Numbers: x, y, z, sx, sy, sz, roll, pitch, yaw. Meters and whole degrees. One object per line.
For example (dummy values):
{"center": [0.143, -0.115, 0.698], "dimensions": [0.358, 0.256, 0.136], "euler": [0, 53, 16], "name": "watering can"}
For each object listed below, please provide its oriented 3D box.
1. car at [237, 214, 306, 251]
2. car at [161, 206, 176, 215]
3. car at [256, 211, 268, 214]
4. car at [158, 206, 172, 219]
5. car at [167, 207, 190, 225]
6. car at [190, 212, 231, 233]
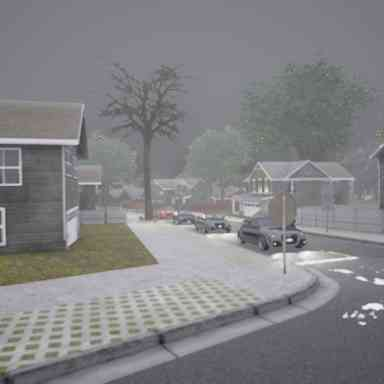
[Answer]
{"center": [3.796, 2.003, 16.540], "dimensions": [1.994, 1.385, 4.181], "euler": [-1, -2, -14], "name": "car"}
{"center": [-4.387, 3.335, 61.457], "dimensions": [1.812, 1.442, 4.674], "euler": [-1, -1, -15], "name": "car"}
{"center": [5.197, 2.083, 23.177], "dimensions": [1.882, 1.535, 5.008], "euler": [-1, -2, -15], "name": "car"}
{"center": [-3.420, 2.783, 45.726], "dimensions": [2.097, 1.767, 4.553], "euler": [-1, -1, -13], "name": "car"}
{"center": [-0.981, 2.667, 35.701], "dimensions": [2.033, 1.411, 5.357], "euler": [-1, -2, -14], "name": "car"}
{"center": [1.512, 2.334, 25.587], "dimensions": [1.994, 1.385, 4.181], "euler": [-1, -2, -14], "name": "car"}
